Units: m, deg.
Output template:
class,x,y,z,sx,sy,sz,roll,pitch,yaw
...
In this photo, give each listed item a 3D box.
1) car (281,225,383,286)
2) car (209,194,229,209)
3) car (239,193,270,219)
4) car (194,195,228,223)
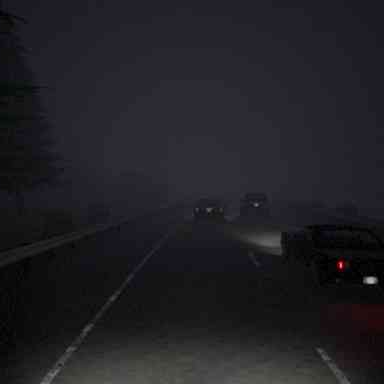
class,x,y,z,sx,sy,sz,roll,pitch,yaw
car,3.833,1.550,9.195,1.895,1.301,4.718,0,0,2
car,3.448,1.111,41.608,2.097,1.767,4.553,0,0,8
car,5.169,1.063,27.860,2.150,2.045,5.566,0,0,6
car,1.300,1.213,23.964,2.097,1.767,4.553,0,0,5
